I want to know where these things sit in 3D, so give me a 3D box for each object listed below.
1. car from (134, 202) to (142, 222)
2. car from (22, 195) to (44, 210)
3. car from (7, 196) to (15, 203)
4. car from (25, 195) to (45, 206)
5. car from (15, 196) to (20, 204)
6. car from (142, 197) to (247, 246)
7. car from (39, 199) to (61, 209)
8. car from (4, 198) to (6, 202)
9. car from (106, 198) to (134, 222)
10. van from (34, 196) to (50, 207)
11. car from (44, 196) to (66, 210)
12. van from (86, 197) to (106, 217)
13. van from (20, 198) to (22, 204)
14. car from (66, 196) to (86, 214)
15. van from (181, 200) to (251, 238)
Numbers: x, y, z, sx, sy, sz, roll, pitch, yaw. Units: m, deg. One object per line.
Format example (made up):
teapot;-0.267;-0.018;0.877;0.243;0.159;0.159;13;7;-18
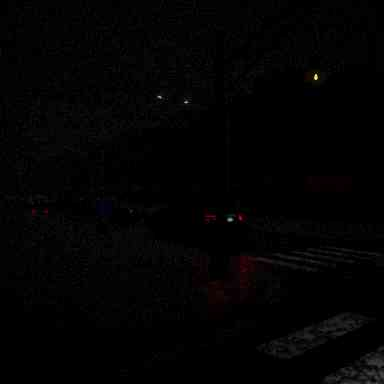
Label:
car;-1.988;1.488;23.013;1.967;1.590;4.097;0;0;-36
car;-21.313;1.490;45.418;2.097;1.767;4.553;0;0;-36
car;-40.478;1.698;76.264;1.967;1.590;4.097;0;0;-36
car;-27.648;1.502;58.513;2.192;1.841;5.009;0;0;-36
car;-34.162;1.749;67.526;1.752;1.417;4.829;0;0;-36
car;0.006;1.248;15.930;2.150;2.045;5.566;0;0;-36
car;-21.233;1.703;49.638;2.008;1.369;4.403;0;0;-36
car;-43.785;1.802;80.839;1.752;1.417;4.829;0;0;-36
car;-5.195;1.504;27.451;1.967;1.590;4.097;0;0;-36
van;-24.441;1.511;54.076;1.690;1.788;3.998;0;0;-36
car;-18.026;1.449;45.201;2.192;1.841;5.009;0;0;-36
van;-8.403;1.422;31.888;1.690;1.788;3.998;0;0;-36
van;-30.856;1.546;62.951;1.690;1.788;3.998;0;0;-36
car;-11.611;1.413;36.323;2.192;1.841;5.009;0;0;-36
van;1.219;1.374;18.576;1.690;1.788;3.998;0;0;-36
